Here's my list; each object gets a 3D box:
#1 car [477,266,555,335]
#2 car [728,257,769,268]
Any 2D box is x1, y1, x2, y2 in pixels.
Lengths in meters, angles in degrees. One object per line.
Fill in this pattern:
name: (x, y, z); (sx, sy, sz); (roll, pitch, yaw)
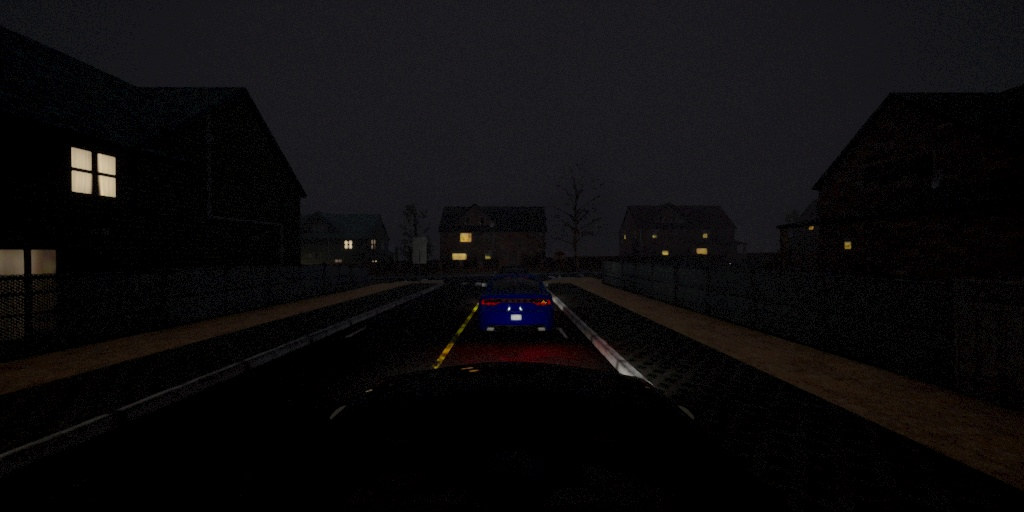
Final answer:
car: (0.094, 1.226, 10.504); (1.882, 1.535, 5.008); (0, 0, 0)
car: (22.983, 0.752, 33.524); (4.718, 1.301, 1.895); (-1, 1, 0)
